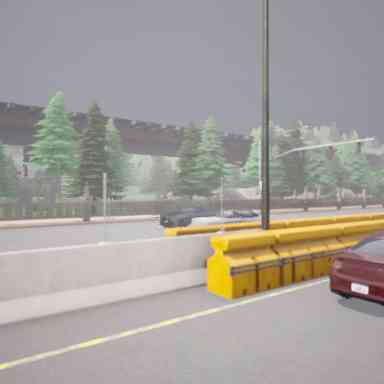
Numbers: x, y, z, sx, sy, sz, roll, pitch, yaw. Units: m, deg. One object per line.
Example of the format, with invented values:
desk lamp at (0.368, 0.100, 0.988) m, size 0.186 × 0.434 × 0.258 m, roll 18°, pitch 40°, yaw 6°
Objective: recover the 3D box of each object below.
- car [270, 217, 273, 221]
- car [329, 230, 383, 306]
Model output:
car at (2.236, 1.631, 18.431) m, size 4.718 × 1.301 × 1.895 m, roll 0°, pitch 0°, yaw -36°
car at (4.842, 1.544, 7.248) m, size 4.674 × 1.442 × 1.812 m, roll 0°, pitch 0°, yaw -36°
